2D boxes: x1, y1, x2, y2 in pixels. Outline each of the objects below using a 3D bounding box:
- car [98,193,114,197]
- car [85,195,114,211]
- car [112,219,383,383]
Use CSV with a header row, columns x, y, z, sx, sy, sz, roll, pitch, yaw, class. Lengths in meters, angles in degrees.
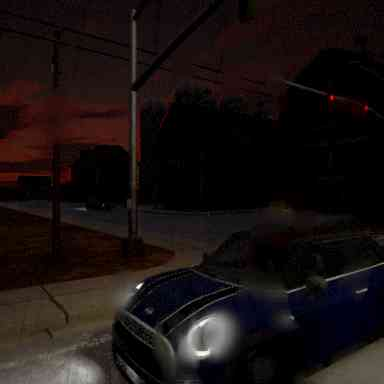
x,y,z,sx,sy,sz,roll,pitch,yaw,class
-13.764,1.118,50.617,3.866,1.878,1.905,-2,5,11,car
-11.652,1.510,40.895,1.994,1.385,4.181,-1,1,-36,car
1.201,1.352,4.840,4.553,1.767,2.097,0,0,-35,car
